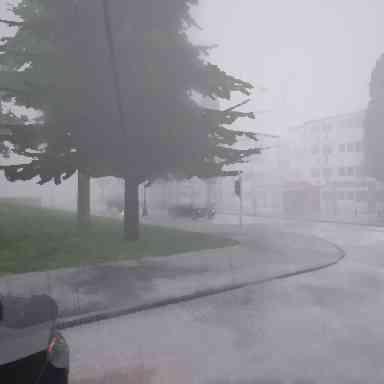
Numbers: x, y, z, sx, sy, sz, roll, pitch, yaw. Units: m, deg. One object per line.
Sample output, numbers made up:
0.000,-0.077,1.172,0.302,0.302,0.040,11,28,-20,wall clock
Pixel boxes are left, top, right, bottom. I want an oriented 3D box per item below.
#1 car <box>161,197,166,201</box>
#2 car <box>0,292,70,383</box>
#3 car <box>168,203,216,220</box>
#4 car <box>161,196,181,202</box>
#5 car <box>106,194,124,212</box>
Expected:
-5.281,1.536,83.145,4.536,1.218,1.853,0,0,-6,car
-3.379,1.504,2.131,4.892,1.490,1.837,0,0,-35,car
-0.084,1.608,28.279,1.895,1.301,4.718,0,0,-36,car
-5.229,1.693,83.150,4.974,1.542,2.038,0,0,-6,car
-8.484,1.226,40.072,2.150,2.045,5.566,0,0,-35,car
